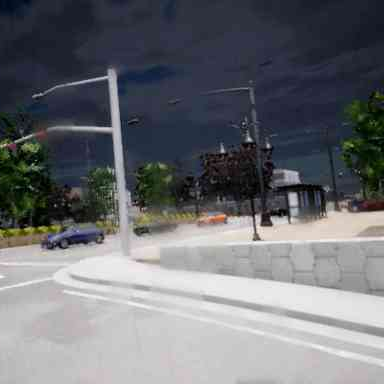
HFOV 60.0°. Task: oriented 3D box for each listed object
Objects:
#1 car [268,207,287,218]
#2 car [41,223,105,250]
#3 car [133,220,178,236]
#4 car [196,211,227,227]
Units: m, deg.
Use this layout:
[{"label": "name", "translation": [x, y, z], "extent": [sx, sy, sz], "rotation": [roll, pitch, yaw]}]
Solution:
[{"label": "car", "translation": [12.643, 2.863, 48.042], "extent": [1.882, 1.535, 5.008], "rotation": [-8, -5, 36]}, {"label": "car", "translation": [-8.917, 3.222, 24.942], "extent": [2.097, 1.767, 4.553], "rotation": [-8, -5, 36]}, {"label": "car", "translation": [-3.536, 3.454, 32.217], "extent": [1.895, 1.301, 4.718], "rotation": [-8, -5, 36]}, {"label": "car", "translation": [2.354, 3.189, 40.257], "extent": [2.097, 1.767, 4.553], "rotation": [-8, -5, 36]}]
